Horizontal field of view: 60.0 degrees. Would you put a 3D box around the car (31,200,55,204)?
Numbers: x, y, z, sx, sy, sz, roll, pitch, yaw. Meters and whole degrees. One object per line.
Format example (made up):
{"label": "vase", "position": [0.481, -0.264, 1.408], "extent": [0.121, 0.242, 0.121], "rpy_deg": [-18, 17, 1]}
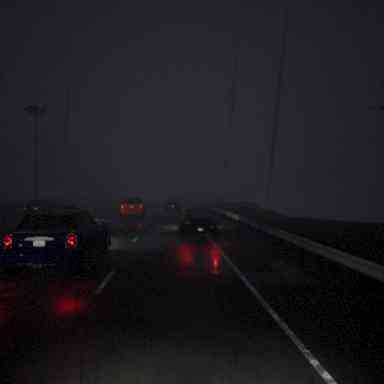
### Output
{"label": "car", "position": [-8.176, 1.486, 21.193], "extent": [1.837, 1.490, 4.892], "rpy_deg": [0, 0, -4]}

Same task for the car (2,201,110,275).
{"label": "car", "position": [-4.034, 1.342, 10.657], "extent": [2.097, 1.767, 4.553], "rpy_deg": [0, 0, -3]}

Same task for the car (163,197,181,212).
{"label": "car", "position": [-2.195, 1.500, 37.317], "extent": [1.994, 1.385, 4.181], "rpy_deg": [0, 0, -4]}

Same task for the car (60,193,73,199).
{"label": "car", "position": [-25.233, 1.167, 65.937], "extent": [2.150, 2.045, 5.566], "rpy_deg": [0, 0, -4]}

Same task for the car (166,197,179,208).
{"label": "car", "position": [-2.856, 1.443, 47.771], "extent": [1.812, 1.442, 4.674], "rpy_deg": [0, 0, -4]}

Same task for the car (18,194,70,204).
{"label": "car", "position": [-12.099, 1.332, 27.582], "extent": [2.097, 1.767, 4.553], "rpy_deg": [0, 0, -4]}

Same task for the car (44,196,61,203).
{"label": "car", "position": [-28.951, 1.541, 69.151], "extent": [1.895, 1.301, 4.718], "rpy_deg": [0, 0, -4]}

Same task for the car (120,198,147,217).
{"label": "car", "position": [-5.269, 1.308, 30.429], "extent": [2.097, 1.767, 4.553], "rpy_deg": [0, 0, -4]}

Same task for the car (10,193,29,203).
{"label": "car", "position": [-36.015, 1.189, 69.894], "extent": [2.150, 2.045, 5.566], "rpy_deg": [0, 0, -4]}

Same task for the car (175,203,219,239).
{"label": "car", "position": [0.239, 1.493, 17.136], "extent": [1.812, 1.442, 4.674], "rpy_deg": [0, 0, -4]}
